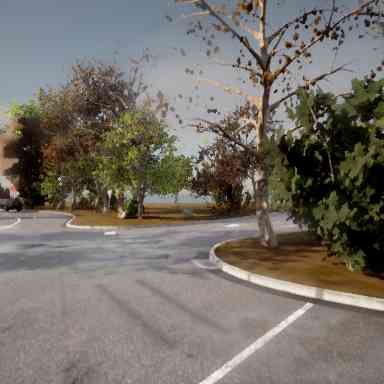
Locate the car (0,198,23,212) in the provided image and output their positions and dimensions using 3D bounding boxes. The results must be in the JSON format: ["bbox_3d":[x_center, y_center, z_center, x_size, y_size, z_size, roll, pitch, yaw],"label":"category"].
[{"bbox_3d":[-27.893,1.999,50.291,5.566,2.045,2.150,-1,-1,33],"label":"car"}]
